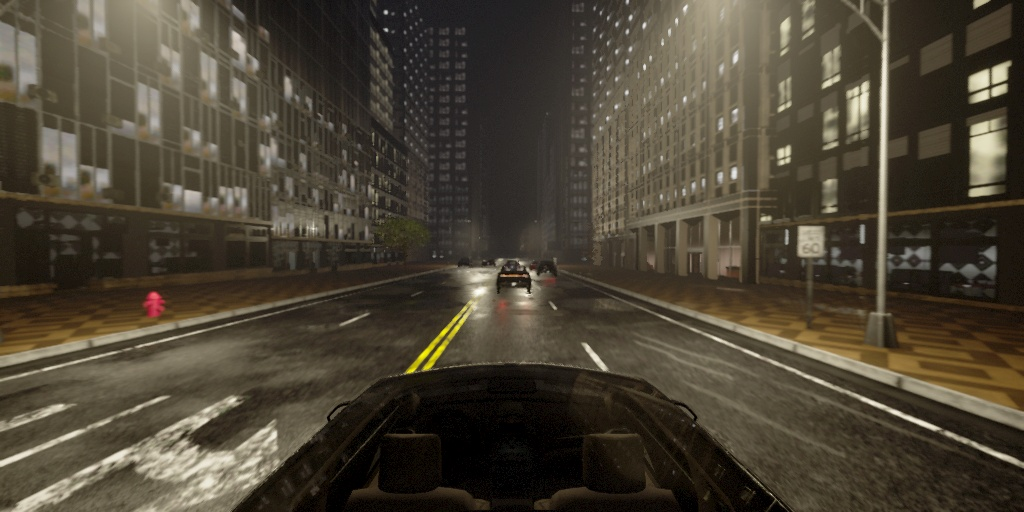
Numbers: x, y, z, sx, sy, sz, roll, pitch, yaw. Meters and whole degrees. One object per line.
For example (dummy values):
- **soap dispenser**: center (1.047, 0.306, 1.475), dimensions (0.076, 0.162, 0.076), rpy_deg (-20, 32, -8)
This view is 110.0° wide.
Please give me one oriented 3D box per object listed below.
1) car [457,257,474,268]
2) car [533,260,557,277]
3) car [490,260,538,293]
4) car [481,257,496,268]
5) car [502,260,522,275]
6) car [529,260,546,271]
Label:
- **car**: center (-6.514, 0.850, 50.760), dimensions (2.033, 1.411, 5.357), rpy_deg (0, 0, 0)
- **car**: center (3.241, 1.156, 34.563), dimensions (1.837, 1.490, 4.892), rpy_deg (0, 0, 0)
- **car**: center (0.094, 1.185, 20.076), dimensions (2.128, 1.511, 4.902), rpy_deg (0, 0, 0)
- **car**: center (-3.264, 0.864, 50.760), dimensions (1.994, 1.385, 4.181), rpy_deg (0, 0, 0)
- **car**: center (0.046, 1.182, 39.163), dimensions (2.033, 1.411, 5.357), rpy_deg (0, 0, 0)
- **car**: center (3.258, 1.177, 46.183), dimensions (1.994, 1.385, 4.181), rpy_deg (0, 0, 1)
